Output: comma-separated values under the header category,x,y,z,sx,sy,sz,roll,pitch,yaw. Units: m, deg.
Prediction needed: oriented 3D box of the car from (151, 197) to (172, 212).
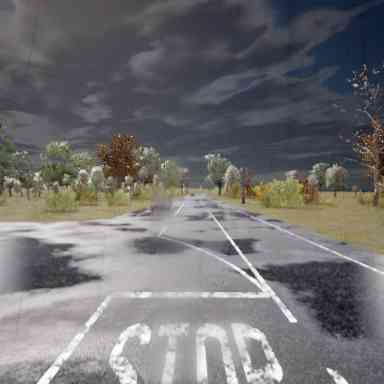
category,x,y,z,sx,sy,sz,roll,pitch,yaw
car,-3.344,1.315,37.245,2.097,1.767,4.553,0,0,0
